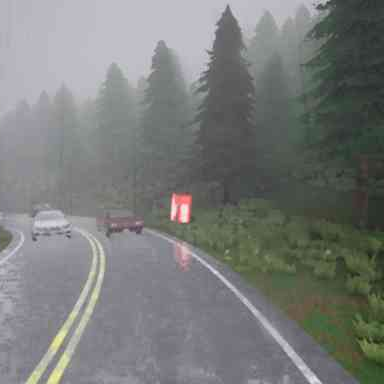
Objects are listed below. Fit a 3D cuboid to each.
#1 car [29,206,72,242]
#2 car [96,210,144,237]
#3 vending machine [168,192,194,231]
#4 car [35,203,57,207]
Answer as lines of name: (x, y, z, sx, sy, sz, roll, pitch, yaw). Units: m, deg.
car: (-7.673, 1.719, 18.034, 1.812, 1.442, 4.674, -2, 0, -26)
car: (-4.173, 1.644, 18.565, 1.895, 1.301, 4.718, -2, 1, -24)
vending machine: (-0.631, 1.106, 19.186, 1.100, 2.100, 0.880, 3, 3, -24)
car: (-14.756, 1.878, 33.309, 1.837, 1.490, 4.892, -5, 2, -43)
